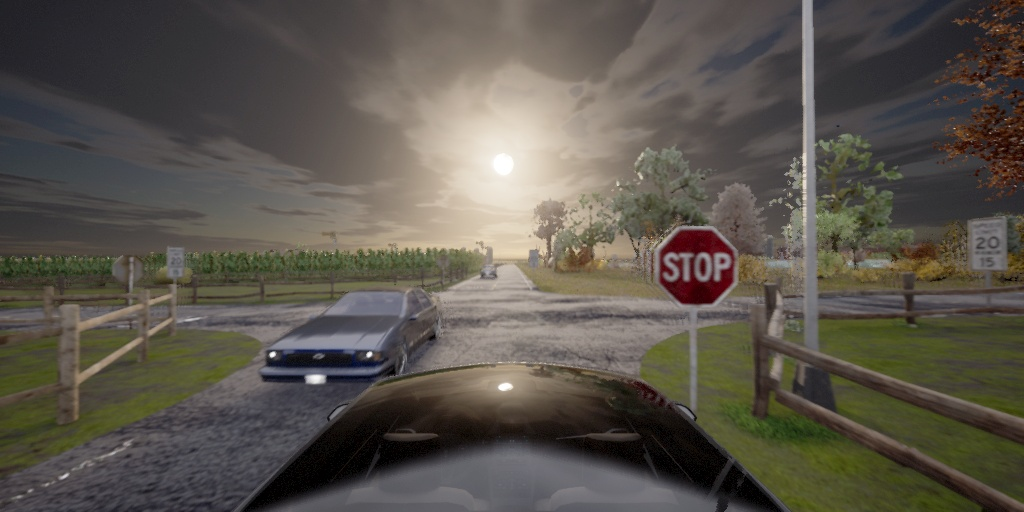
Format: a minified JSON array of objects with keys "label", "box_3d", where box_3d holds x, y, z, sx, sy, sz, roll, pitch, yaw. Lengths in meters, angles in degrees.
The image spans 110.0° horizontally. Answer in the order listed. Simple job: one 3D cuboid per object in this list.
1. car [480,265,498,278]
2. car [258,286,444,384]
[{"label":"car","box_3d":[-2.758,1.817,43.123,2.128,1.511,4.902,0,-1,0]},{"label":"car","box_3d":[-2.750,1.377,7.691,2.033,1.411,5.357,0,-1,0]}]
